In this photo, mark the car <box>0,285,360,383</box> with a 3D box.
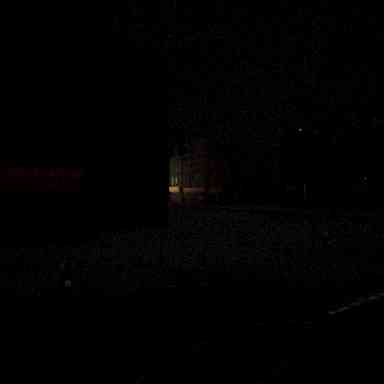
[{"bbox_3d":[-0.452,1.566,2.480,4.313,1.339,1.947,0,0,-35],"label":"car"}]
